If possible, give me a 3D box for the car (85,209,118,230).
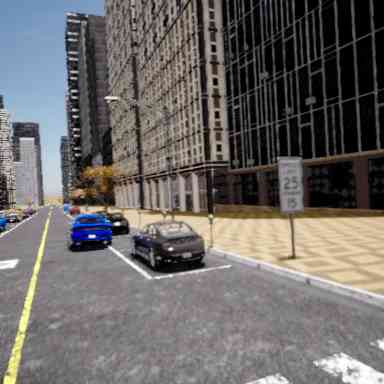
[{"bbox_3d":[-7.518,2.214,27.348,1.947,1.339,4.313,-5,0,-23],"label":"car"}]

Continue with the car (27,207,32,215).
[{"bbox_3d":[-28.274,3.697,55.210,1.887,1.381,4.507,-4,0,-23],"label":"car"}]

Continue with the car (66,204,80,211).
[{"bbox_3d":[-20.561,3.274,58.459,1.802,1.307,4.206,-5,0,-23],"label":"car"}]

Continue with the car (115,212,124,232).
[{"bbox_3d":[-5.344,2.043,22.162,1.947,1.339,4.313,-5,0,-23],"label":"car"}]

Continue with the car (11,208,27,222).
[{"bbox_3d":[-23.926,3.351,44.839,2.008,1.369,4.403,-4,0,-23],"label":"car"}]

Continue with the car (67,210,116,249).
[{"bbox_3d":[-5.381,1.937,17.348,1.882,1.535,5.008,-1,-1,-20],"label":"car"}]

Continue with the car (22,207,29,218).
[{"bbox_3d":[-26.037,3.496,49.868,1.752,1.417,4.829,-4,0,-23],"label":"car"}]

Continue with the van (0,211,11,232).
[{"bbox_3d":[-17.421,2.621,29.285,1.690,1.788,3.998,-4,0,-23],"label":"van"}]

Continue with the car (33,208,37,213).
[{"bbox_3d":[-34.795,4.229,70.765,1.887,1.381,4.507,-5,0,-23],"label":"car"}]

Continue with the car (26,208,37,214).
[{"bbox_3d":[-39.142,4.593,81.136,2.008,1.369,4.403,-5,0,-23],"label":"car"}]

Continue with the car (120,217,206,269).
[{"bbox_3d":[-0.997,1.689,11.791,2.008,1.369,4.403,-4,0,-23],"label":"car"}]
